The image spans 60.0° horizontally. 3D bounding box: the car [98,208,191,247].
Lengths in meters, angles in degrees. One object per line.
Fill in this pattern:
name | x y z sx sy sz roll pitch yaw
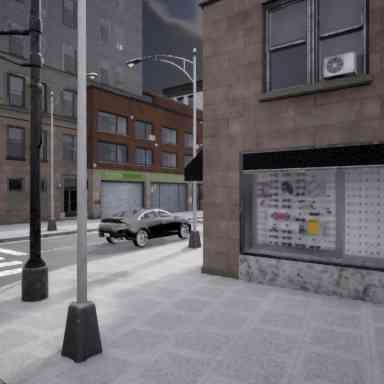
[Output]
car | -1.920 1.459 14.979 2.128 1.511 4.902 0 0 35
